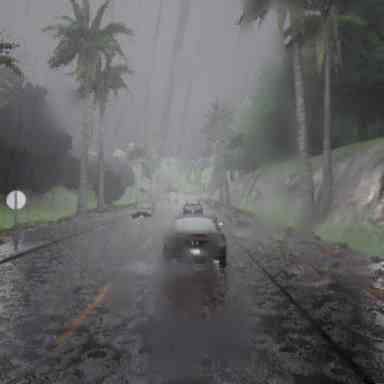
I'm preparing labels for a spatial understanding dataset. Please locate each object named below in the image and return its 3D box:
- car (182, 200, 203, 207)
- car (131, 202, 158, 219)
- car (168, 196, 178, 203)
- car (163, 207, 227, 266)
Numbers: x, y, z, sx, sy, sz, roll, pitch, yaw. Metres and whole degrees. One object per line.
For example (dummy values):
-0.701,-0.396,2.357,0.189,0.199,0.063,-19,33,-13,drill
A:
0.091,1.550,32.910,2.128,1.511,4.902,0,0,0,car
-4.106,1.600,29.744,2.033,1.411,5.357,0,0,0,car
-4.043,1.627,70.722,2.128,1.511,4.902,0,0,0,car
0.097,1.498,11.610,1.882,1.535,5.008,0,0,0,car
